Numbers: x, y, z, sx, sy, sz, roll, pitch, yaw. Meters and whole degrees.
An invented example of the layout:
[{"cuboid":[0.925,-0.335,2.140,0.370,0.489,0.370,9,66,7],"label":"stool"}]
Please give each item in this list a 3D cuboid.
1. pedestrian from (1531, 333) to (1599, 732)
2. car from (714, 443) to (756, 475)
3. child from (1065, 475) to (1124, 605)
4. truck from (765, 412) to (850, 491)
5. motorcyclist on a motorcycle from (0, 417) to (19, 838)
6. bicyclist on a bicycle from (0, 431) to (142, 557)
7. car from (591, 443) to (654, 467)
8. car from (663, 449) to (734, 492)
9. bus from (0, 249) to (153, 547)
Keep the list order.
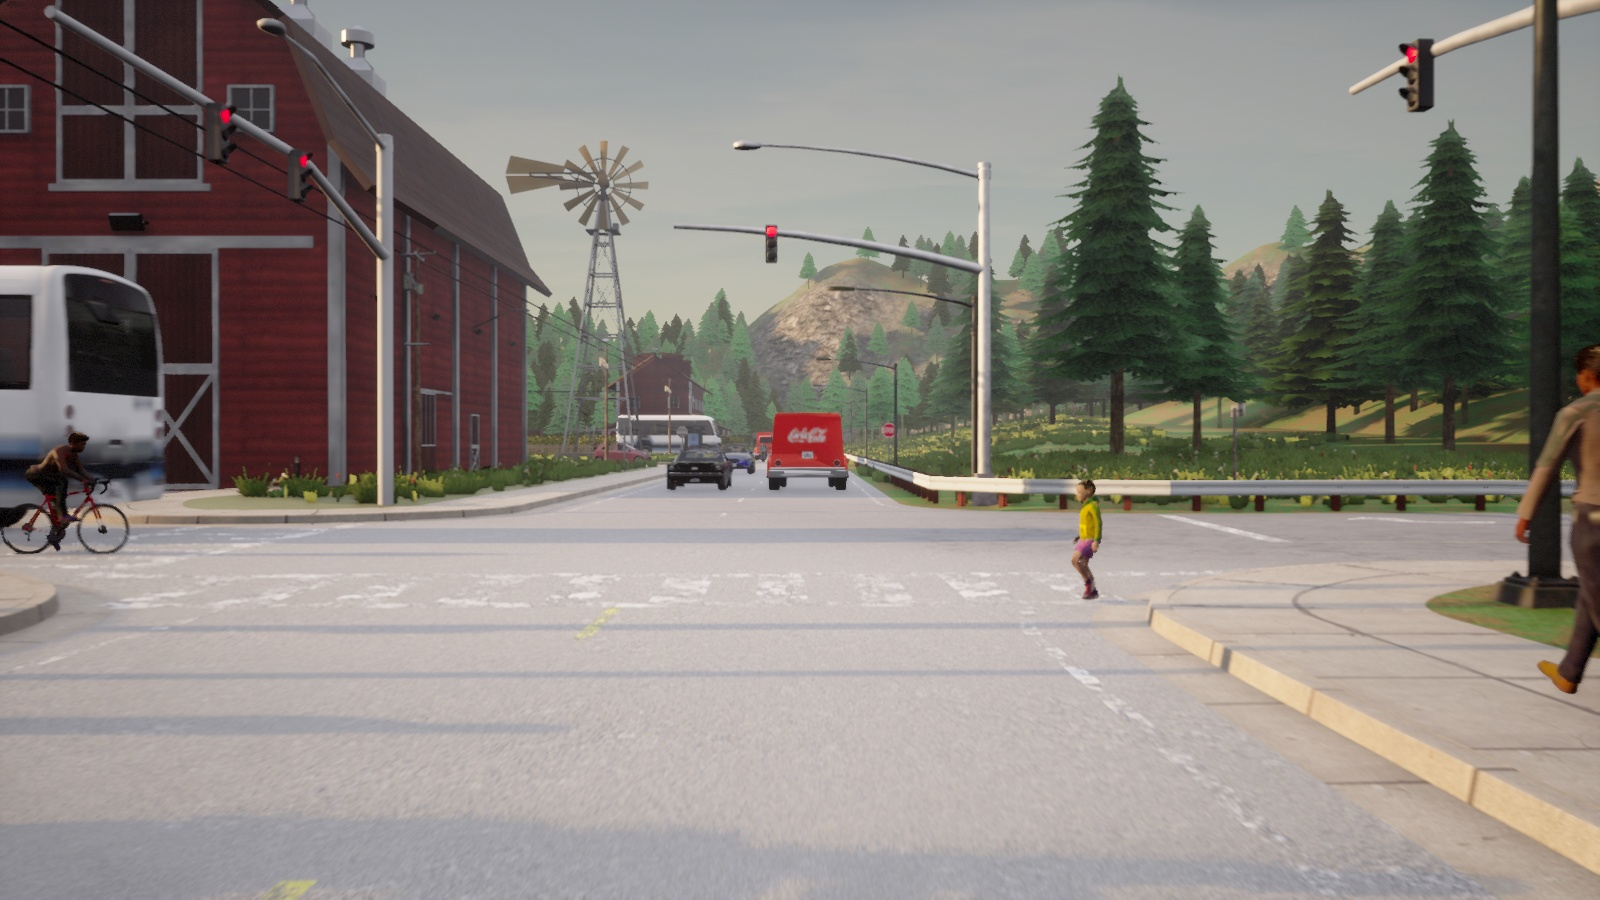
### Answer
[{"cuboid":[3.791,0.373,5.823,0.328,1.805,0.869,0,0,3],"label":"pedestrian"},{"cuboid":[-3.136,0.418,61.316,1.816,1.474,4.193,0,0,0],"label":"car"},{"cuboid":[2.683,0.812,11.459,0.473,1.160,0.299,0,0,0],"label":"child"},{"cuboid":[0.252,0.031,41.479,2.627,2.467,5.204,0,0,0],"label":"truck"},{"cuboid":[-3.462,0.675,3.950,0.866,1.590,1.817,0,0,0],"label":"motorcyclist on a motorcycle"},{"cuboid":[-9.627,0.574,16.494,1.656,1.620,0.582,0,0,-2],"label":"bicyclist on a bicycle"},{"cuboid":[-11.170,0.313,79.162,3.633,1.501,1.845,0,0,3],"label":"car"},{"cuboid":[-3.252,0.618,40.970,1.895,1.301,4.718,0,0,0],"label":"car"},{"cuboid":[-16.370,-0.789,19.823,10.273,4.253,3.944,0,0,-1],"label":"bus"}]
